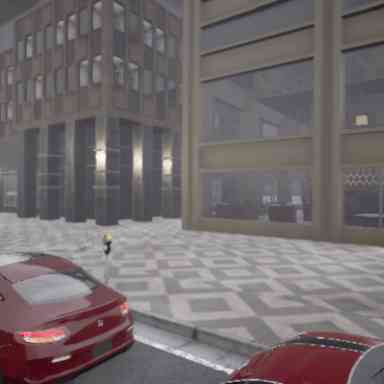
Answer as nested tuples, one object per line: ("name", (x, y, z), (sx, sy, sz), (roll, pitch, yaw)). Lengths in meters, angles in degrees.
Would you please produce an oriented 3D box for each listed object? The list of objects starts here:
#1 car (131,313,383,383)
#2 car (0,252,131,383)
("car", (1.886, 1.444, 1.614), (4.097, 1.590, 1.967), (0, 0, 36))
("car", (-2.675, 1.558, 4.869), (4.206, 1.307, 1.802), (0, 0, 36))
